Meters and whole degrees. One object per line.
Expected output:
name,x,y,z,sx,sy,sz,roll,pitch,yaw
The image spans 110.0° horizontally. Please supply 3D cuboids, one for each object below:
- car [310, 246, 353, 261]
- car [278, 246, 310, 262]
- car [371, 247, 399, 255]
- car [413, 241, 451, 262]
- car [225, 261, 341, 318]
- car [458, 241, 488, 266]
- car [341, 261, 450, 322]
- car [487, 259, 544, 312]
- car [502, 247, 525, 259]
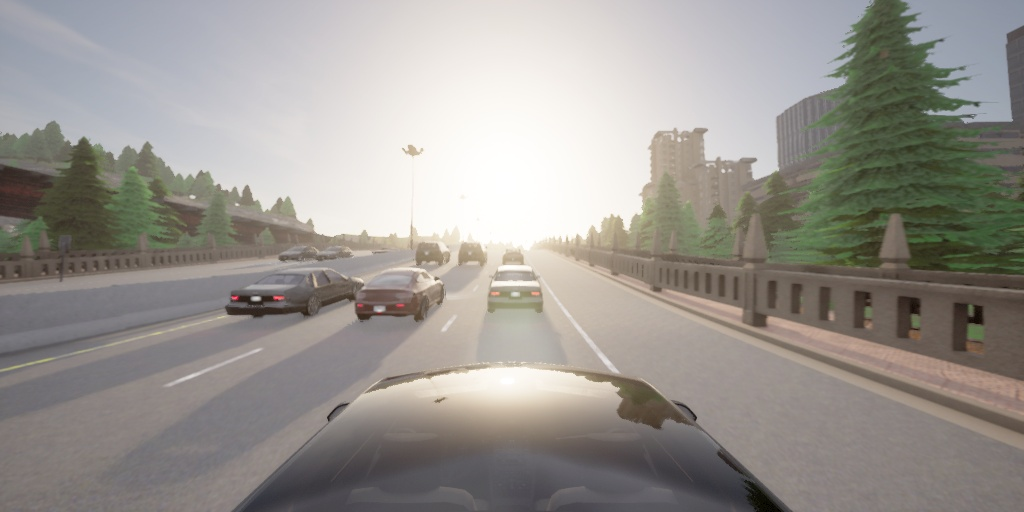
car,-17.588,-0.223,35.724,1.837,1.490,4.892,0,3,0
car,-21.087,-0.222,35.711,1.837,1.490,4.892,0,3,0
car,-14.084,-0.373,40.104,1.895,1.301,4.718,0,3,0
car,-6.894,-0.278,31.684,2.150,2.045,5.566,0,3,0
car,-6.898,1.103,12.174,2.033,1.411,5.357,0,2,0
car,-3.394,-0.280,31.701,2.150,2.045,5.566,0,3,0
car,-3.411,1.105,11.522,1.812,1.442,4.674,0,2,0
car,0.102,1.067,13.055,2.033,1.411,5.357,0,2,0
car,0.106,-0.068,32.735,2.128,1.511,4.902,0,3,0
